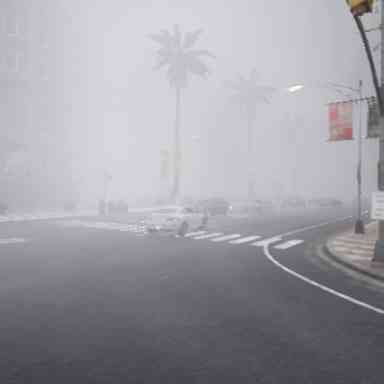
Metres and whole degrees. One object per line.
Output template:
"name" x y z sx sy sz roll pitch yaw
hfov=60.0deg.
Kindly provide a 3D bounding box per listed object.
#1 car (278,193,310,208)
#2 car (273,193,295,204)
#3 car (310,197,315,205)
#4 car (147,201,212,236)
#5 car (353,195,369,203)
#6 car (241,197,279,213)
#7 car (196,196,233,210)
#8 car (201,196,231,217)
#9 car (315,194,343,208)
"car" 12.960 1.130 42.514 2.097 1.767 4.553 0 0 37
"car" 15.999 1.049 57.409 2.185 1.767 4.553 0 0 36
"car" 18.996 1.348 50.471 1.895 1.301 4.718 0 0 37
"car" -0.714 1.414 17.651 1.812 1.442 4.674 0 0 22
"car" 30.420 1.290 59.803 1.994 1.385 4.181 0 0 36
"car" 6.999 1.408 34.618 1.895 1.301 4.718 0 0 37
"car" 2.750 1.274 39.933 2.161 1.482 4.786 0 0 36
"car" 1.423 1.340 27.213 1.837 1.490 4.892 0 0 37
"car" 18.125 1.336 43.218 2.033 1.411 5.357 0 0 37
